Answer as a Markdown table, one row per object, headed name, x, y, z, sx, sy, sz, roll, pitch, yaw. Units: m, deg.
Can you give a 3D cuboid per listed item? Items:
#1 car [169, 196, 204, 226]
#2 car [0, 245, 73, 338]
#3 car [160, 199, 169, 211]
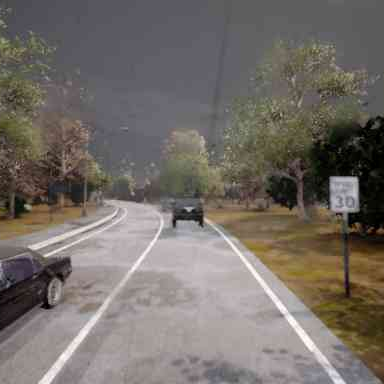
| name | x | y | z | sx | sy | sz | roll | pitch | yaw |
| --- | --- | --- | --- | --- | --- | --- | --- | --- | --- |
| car | -0.404 | 1.314 | 24.357 | 2.150 | 2.045 | 5.566 | 0 | 0 | -4 |
| car | -3.584 | 1.616 | 5.171 | 1.895 | 1.301 | 4.718 | 0 | 0 | 0 |
| car | -2.978 | 1.646 | 42.181 | 2.128 | 1.511 | 4.902 | 1 | 0 | -12 |
